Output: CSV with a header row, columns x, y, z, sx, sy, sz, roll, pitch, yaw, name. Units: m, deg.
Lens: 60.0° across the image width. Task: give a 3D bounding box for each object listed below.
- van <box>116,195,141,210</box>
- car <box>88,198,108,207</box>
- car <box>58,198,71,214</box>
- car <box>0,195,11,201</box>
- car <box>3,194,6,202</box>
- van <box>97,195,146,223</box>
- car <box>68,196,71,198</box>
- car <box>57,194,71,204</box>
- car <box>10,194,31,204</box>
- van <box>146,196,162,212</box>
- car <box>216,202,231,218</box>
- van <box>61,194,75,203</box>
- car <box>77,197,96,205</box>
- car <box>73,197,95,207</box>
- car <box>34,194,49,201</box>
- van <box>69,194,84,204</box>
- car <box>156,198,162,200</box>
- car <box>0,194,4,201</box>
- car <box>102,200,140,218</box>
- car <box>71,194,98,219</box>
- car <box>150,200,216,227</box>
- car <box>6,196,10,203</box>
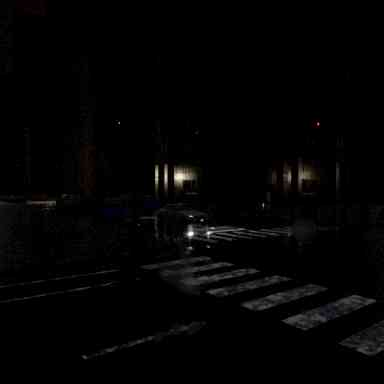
x,y,z,sx,sy,sz,roll,pitch,yaw,name
-8.308,1.330,43.560,1.690,1.788,3.998,0,0,-36,van
-14.923,1.570,52.788,1.802,1.307,4.206,0,0,-36,car
-11.930,1.548,33.977,1.802,1.307,4.206,0,0,-36,car
-44.902,1.489,79.985,1.752,1.417,4.829,0,0,-36,car
-38.288,1.489,70.756,1.752,1.417,4.829,0,0,-36,car
-5.315,1.314,24.748,1.690,1.788,3.998,0,0,-36,van
-12.789,1.519,39.759,2.033,1.411,5.357,0,0,-36,car
-22.386,1.527,58.460,2.033,1.411,5.357,0,0,-36,car
-31.773,1.514,61.665,2.008,1.369,4.403,0,0,-36,car
-5.001,1.333,38.945,1.690,1.788,3.998,0,0,-36,van
1.613,1.550,29.715,2.008,1.369,4.403,0,0,-36,car
-24.845,1.330,66.634,1.690,1.788,3.998,0,0,-36,van
-18.231,1.570,57.403,1.802,1.307,4.206,0,0,-36,car
-16.375,1.505,50.159,1.812,1.442,4.674,0,0,-35,car
-38.073,1.305,85.093,2.192,1.841,5.009,0,0,-36,car
-21.537,1.329,62.019,1.690,1.788,3.998,0,0,-36,van
-1.694,1.577,34.330,1.802,1.307,4.206,0,0,-36,car
-41.695,1.530,75.509,1.947,1.339,4.313,0,0,-36,car
-6.727,1.503,31.289,1.812,1.442,4.674,0,0,-35,car
-8.622,1.284,29.363,2.192,1.841,5.009,0,0,-36,car
-0.746,1.510,22.958,1.812,1.442,4.674,0,0,-36,car
-35.080,1.403,66.280,1.967,1.590,4.097,0,0,-36,car
